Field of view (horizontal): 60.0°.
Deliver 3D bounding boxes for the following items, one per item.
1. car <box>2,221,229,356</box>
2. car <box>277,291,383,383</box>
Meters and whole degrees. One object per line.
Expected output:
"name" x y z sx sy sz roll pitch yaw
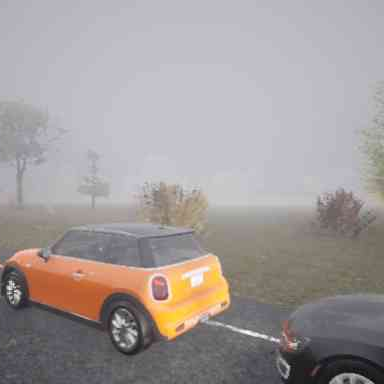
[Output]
"car" -1.650 1.369 6.342 4.553 1.767 2.097 0 0 36
"car" 3.202 1.522 2.861 4.892 1.490 1.837 0 0 36
